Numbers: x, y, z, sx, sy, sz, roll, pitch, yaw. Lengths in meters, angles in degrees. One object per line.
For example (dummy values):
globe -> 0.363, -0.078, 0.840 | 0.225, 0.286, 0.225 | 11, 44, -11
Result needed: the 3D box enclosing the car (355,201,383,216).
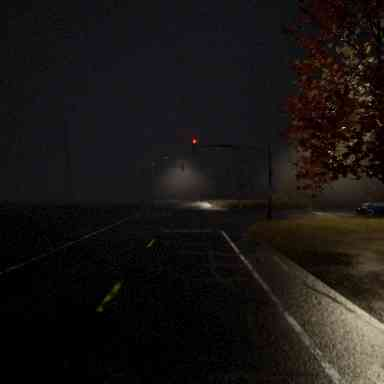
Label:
car -> 18.261, 1.600, 32.405 | 4.181, 1.385, 1.994 | 0, 1, 0
